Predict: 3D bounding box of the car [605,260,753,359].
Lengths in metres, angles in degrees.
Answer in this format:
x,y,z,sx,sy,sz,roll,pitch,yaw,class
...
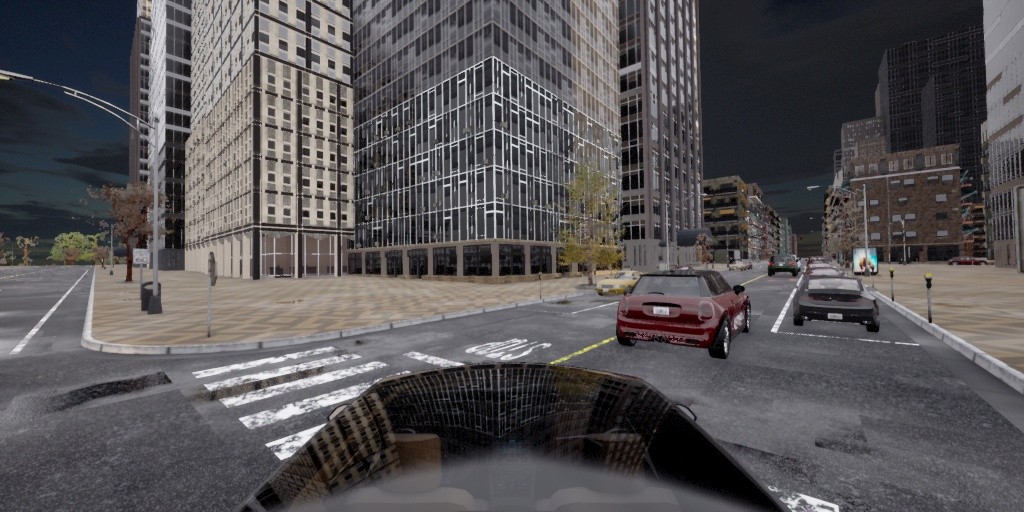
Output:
x,y,z,sx,sy,sz,roll,pitch,yaw,class
4.314,1.098,8.709,2.097,1.767,4.553,-2,-1,40,car

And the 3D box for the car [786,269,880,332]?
x,y,z,sx,sy,sz,roll,pitch,yaw,class
9.224,1.218,10.341,2.007,1.370,4.403,0,0,40,car

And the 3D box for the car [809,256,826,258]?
x,y,z,sx,sy,sz,roll,pitch,yaw,class
34.238,0.907,40.153,2.192,1.841,5.009,0,0,40,car

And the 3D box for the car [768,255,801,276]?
x,y,z,sx,sy,sz,roll,pitch,yaw,class
26.388,0.899,34.910,2.150,2.045,5.566,-2,-1,40,car

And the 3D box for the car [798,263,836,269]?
x,y,z,sx,sy,sz,roll,pitch,yaw,class
16.371,1.228,18.859,1.802,1.307,4.207,0,0,40,car

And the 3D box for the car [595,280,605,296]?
x,y,z,sx,sy,sz,roll,pitch,yaw,class
6.271,1.397,19.855,1.751,1.417,4.829,0,0,40,car

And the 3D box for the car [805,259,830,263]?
x,y,z,sx,sy,sz,roll,pitch,yaw,class
23.518,1.169,27.377,1.888,1.381,4.507,0,0,40,car
